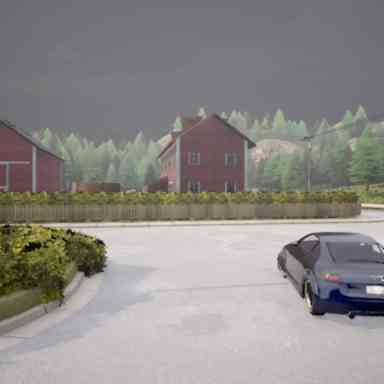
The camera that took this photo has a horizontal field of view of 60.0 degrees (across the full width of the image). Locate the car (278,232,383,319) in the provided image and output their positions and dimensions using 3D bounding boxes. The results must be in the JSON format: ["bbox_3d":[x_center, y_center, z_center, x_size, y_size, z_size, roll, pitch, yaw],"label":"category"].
[{"bbox_3d":[3.233,1.574,7.440,1.994,1.385,4.181,0,0,6],"label":"car"}]
